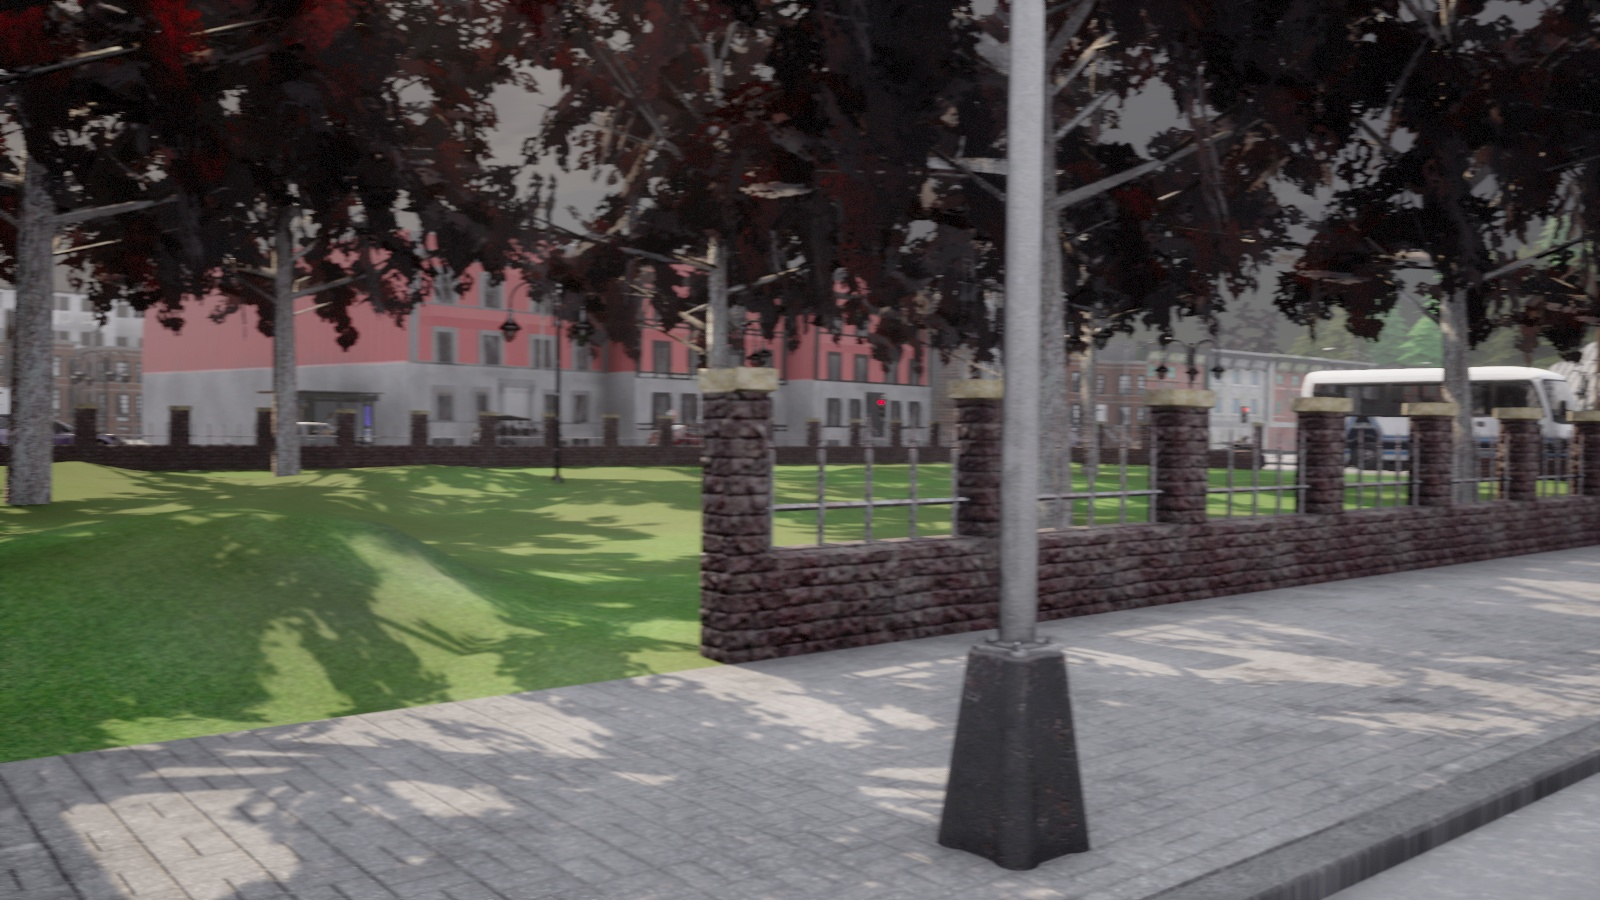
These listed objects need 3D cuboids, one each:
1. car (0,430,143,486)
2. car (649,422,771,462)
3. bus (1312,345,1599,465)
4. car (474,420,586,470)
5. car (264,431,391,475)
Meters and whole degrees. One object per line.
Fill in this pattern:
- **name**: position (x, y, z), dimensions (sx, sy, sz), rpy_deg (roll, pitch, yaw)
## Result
- **car**: position (-23.512, 0.207, 39.355), dimensions (4.856, 1.649, 2.033), rpy_deg (-1, 1, -40)
- **car**: position (-3.928, -0.391, 55.445), dimensions (5.027, 1.651, 2.152), rpy_deg (-1, 1, -39)
- **bus**: position (26.208, -1.686, 49.783), dimensions (3.944, 4.253, 10.273), rpy_deg (-1, 1, -40)
- **car**: position (-10.709, -0.219, 49.862), dimensions (3.866, 1.878, 1.905), rpy_deg (-1, 1, -39)
- **car**: position (-16.849, 0.091, 44.826), dimensions (3.806, 1.475, 1.970), rpy_deg (-1, 1, -39)
